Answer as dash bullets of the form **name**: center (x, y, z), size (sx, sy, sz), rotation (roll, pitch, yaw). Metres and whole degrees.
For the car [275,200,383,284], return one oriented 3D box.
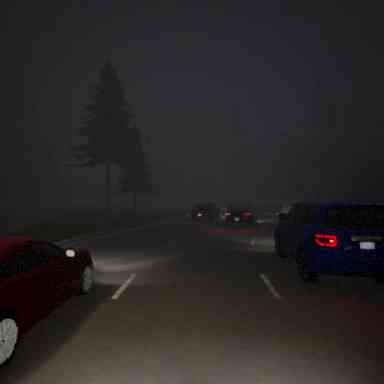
- **car**: center (3.929, 1.242, 9.779), size (2.150, 2.045, 5.566), rotation (0, 0, 4)

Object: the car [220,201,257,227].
- **car**: center (3.485, 1.575, 23.344), size (1.812, 1.442, 4.674), rotation (0, 0, 16)

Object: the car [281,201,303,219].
- **car**: center (9.238, 1.591, 30.985), size (1.812, 1.442, 4.674), rotation (0, 0, 14)

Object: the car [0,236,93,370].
- **car**: center (-3.270, 1.489, 5.702), size (1.882, 1.535, 5.008), rotation (0, 0, 2)

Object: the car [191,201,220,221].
- **car**: center (1.253, 1.563, 28.334), size (1.837, 1.490, 4.892), rotation (0, 0, 15)
